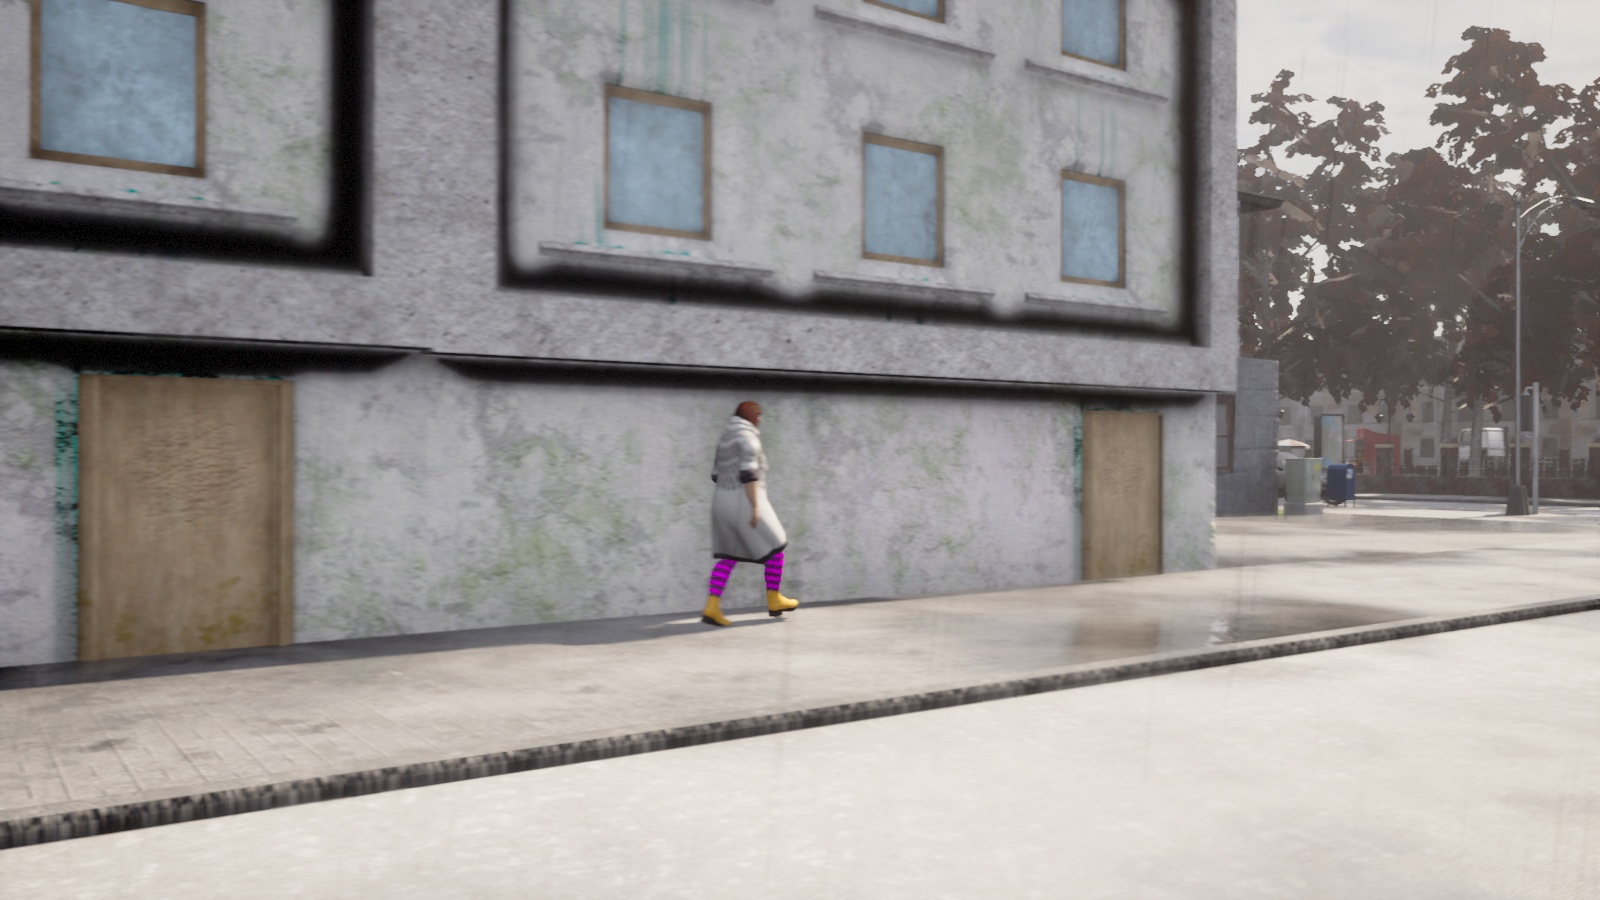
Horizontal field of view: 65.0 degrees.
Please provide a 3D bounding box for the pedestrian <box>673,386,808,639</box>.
[{"bbox_3d":[-0.483,0.485,10.196,0.873,1.952,0.659,0,0,-35],"label":"pedestrian"}]

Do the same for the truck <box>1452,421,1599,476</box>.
[{"bbox_3d":[47.915,-0.066,83.142,2.891,3.462,7.936,0,0,-35],"label":"truck"}]

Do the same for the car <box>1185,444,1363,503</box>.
[{"bbox_3d":[14.335,0.679,38.196,2.242,1.667,4.611,0,0,-34],"label":"car"}]
